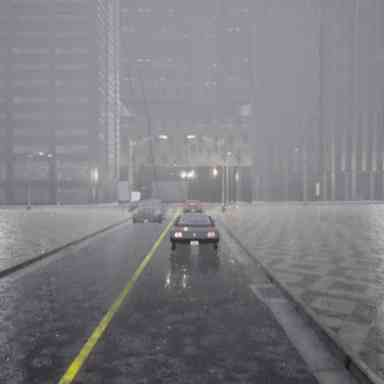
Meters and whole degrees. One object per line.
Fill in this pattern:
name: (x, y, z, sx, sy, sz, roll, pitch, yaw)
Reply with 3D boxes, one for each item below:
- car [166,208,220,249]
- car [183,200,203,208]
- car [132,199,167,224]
car: (0.101, 1.586, 14.389, 1.895, 1.301, 4.718, 0, 0, 0)
car: (0.103, 1.493, 31.948, 1.812, 1.442, 4.674, 0, 0, 0)
car: (-3.028, 1.326, 24.292, 2.097, 1.767, 4.553, 0, 0, 0)
